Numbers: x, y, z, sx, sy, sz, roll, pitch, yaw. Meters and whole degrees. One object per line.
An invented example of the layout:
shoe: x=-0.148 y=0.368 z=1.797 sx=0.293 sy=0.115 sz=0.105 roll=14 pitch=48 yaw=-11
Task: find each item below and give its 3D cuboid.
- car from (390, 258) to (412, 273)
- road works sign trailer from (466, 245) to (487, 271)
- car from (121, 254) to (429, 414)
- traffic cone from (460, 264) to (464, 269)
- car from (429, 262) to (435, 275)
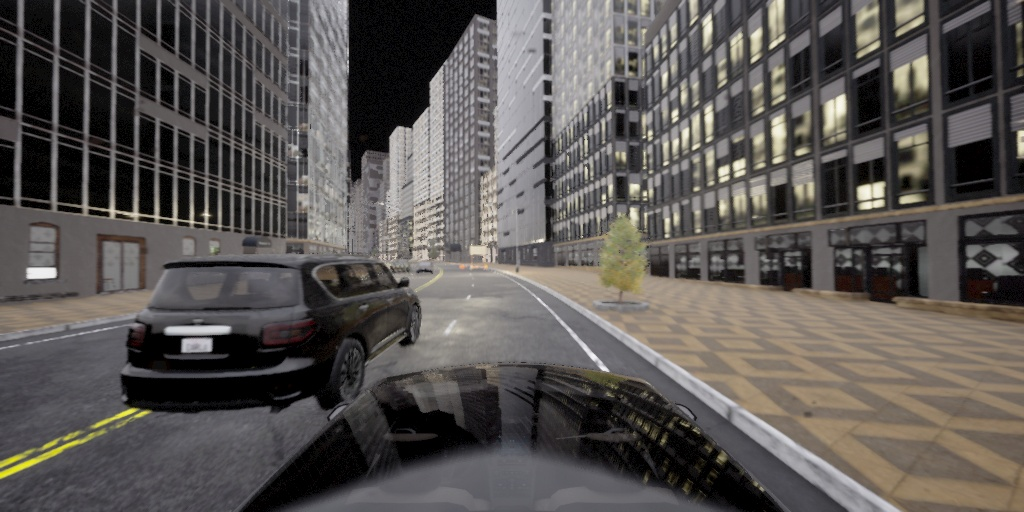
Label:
car: x=-13.952 y=1.159 z=45.421 sx=2.097 sy=1.767 sz=4.553 roll=0 pitch=0 yaw=-10
road works sign trailer: x=-4.746 y=0.243 z=50.003 sx=2.380 sy=3.560 sz=2.880 roll=0 pitch=0 yaw=-13
car: x=-3.217 y=0.992 z=6.299 sx=2.150 sy=2.045 sz=5.566 roll=0 pitch=0 yaw=-1
traffic cone: x=-7.627 y=1.746 z=56.529 sx=0.340 sy=0.580 sz=0.340 roll=0 pitch=0 yaw=-13
car: x=-9.830 y=1.341 z=40.913 sx=2.033 sy=1.411 sz=5.357 roll=0 pitch=0 yaw=-9
